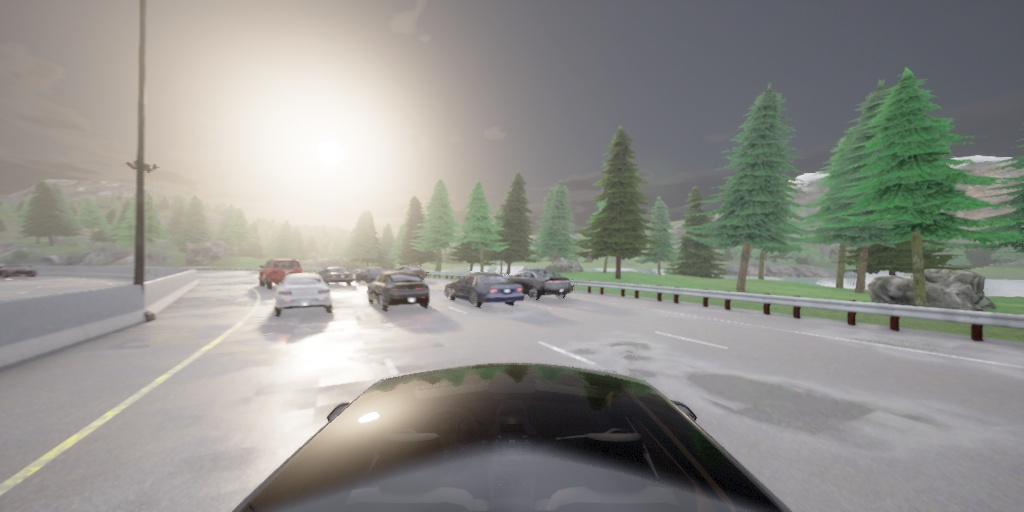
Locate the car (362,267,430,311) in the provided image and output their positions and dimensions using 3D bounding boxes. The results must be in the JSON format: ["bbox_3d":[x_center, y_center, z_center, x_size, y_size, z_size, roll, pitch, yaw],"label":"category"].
[{"bbox_3d":[-5.041,1.415,15.654,1.837,1.490,4.892,1,0,-31],"label":"car"}]

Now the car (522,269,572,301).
[{"bbox_3d":[1.088,1.447,19.035,2.128,1.511,4.902,0,-1,-31],"label":"car"}]

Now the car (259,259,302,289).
[{"bbox_3d":[-16.922,1.244,26.252,2.150,2.045,5.566,1,-1,-42],"label":"car"}]

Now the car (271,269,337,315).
[{"bbox_3d":[-8.312,1.414,14.300,1.812,1.442,4.674,0,-1,-31],"label":"car"}]

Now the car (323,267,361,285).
[{"bbox_3d":[-14.206,1.596,28.461,2.033,1.411,5.357,1,-1,-42],"label":"car"}]

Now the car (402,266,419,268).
[{"bbox_3d":[-9.834,1.643,34.010,1.812,1.442,4.674,1,-1,-43],"label":"car"}]

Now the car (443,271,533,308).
[{"bbox_3d":[-1.457,1.470,16.513,2.033,1.411,5.357,0,-1,-30],"label":"car"}]
